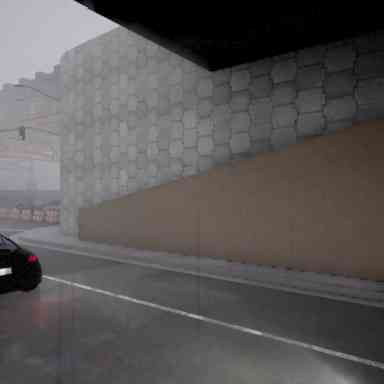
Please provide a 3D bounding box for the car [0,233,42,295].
[{"bbox_3d":[-5.394,1.564,7.809,4.181,1.385,1.994,0,0,36],"label":"car"}]

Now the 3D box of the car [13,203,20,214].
[{"bbox_3d":[-15.799,1.453,32.400,2.038,1.542,4.974,0,0,-9],"label":"car"}]

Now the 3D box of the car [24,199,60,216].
[{"bbox_3d":[-12.058,1.295,29.638,4.536,1.218,1.853,0,0,1],"label":"car"}]

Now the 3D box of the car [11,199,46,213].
[{"bbox_3d":[-15.808,1.295,32.451,1.853,1.218,4.536,0,0,-9],"label":"car"}]

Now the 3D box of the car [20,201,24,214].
[{"bbox_3d":[-12.110,1.453,29.638,4.974,1.542,2.038,0,0,1],"label":"car"}]
